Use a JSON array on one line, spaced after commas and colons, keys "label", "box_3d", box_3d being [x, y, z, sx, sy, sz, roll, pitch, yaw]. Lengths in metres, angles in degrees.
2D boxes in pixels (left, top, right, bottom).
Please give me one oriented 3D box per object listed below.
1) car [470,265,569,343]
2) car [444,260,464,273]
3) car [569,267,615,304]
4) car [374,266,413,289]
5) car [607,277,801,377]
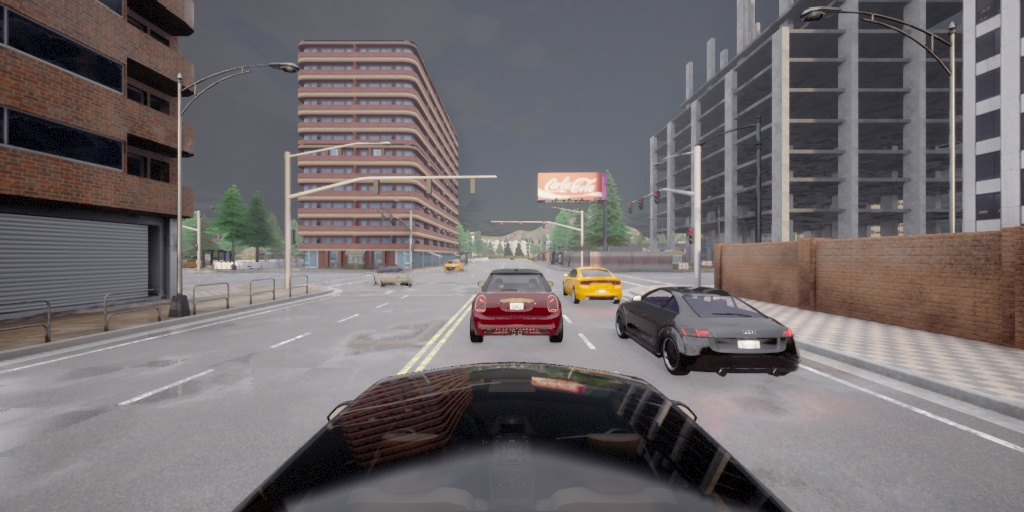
[{"label": "car", "box_3d": [0.101, 1.102, 9.862, 2.097, 1.767, 4.553, 0, 0, 0]}, {"label": "car", "box_3d": [-7.099, 1.226, 43.914, 1.882, 1.535, 5.008, 0, 0, 0]}, {"label": "car", "box_3d": [3.501, 1.227, 16.389, 1.882, 1.535, 5.008, 0, 0, 0]}, {"label": "car", "box_3d": [-7.828, 1.350, 23.574, 1.895, 1.301, 4.718, 0, 0, -27]}, {"label": "car", "box_3d": [3.599, 1.314, 7.456, 1.994, 1.385, 4.181, 0, 0, 0]}]
